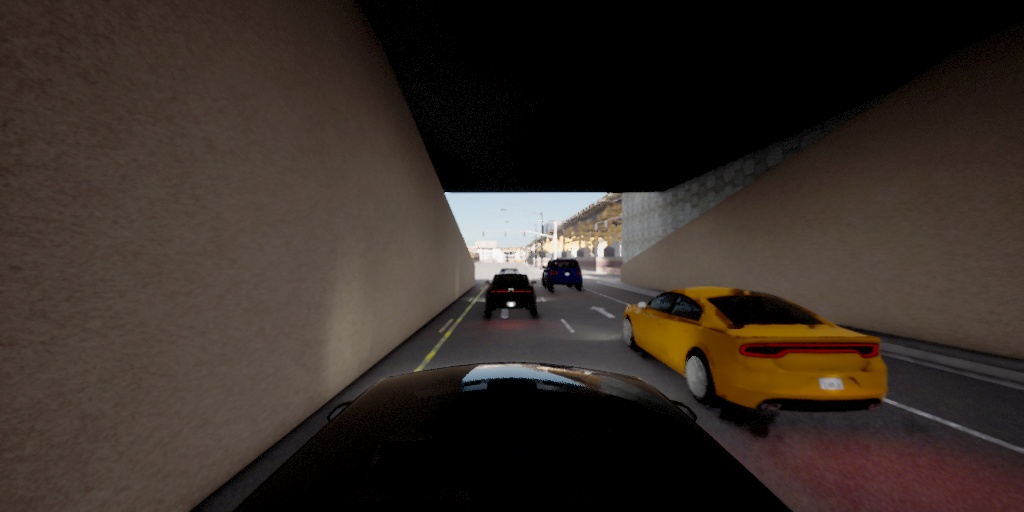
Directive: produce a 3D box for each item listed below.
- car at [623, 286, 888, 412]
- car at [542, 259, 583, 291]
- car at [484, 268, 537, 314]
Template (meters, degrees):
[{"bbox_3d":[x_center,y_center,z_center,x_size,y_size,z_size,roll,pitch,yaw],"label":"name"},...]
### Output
[{"bbox_3d":[3.495,1.275,6.392,1.882,1.535,5.008,0,-1,0],"label":"car"},{"bbox_3d":[3.340,1.219,24.573,2.150,2.045,5.566,0,-1,-1],"label":"car"},{"bbox_3d":[-0.052,1.397,14.475,1.837,1.490,4.892,0,-1,-1],"label":"car"}]
